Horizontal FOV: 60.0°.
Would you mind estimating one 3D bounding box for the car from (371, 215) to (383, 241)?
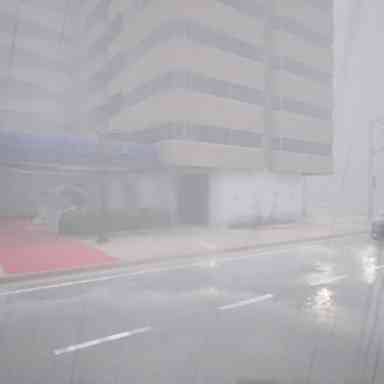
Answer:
[{"bbox_3d":[10.399,1.518,15.657,5.008,1.535,1.882,1,0,-35],"label":"car"}]
